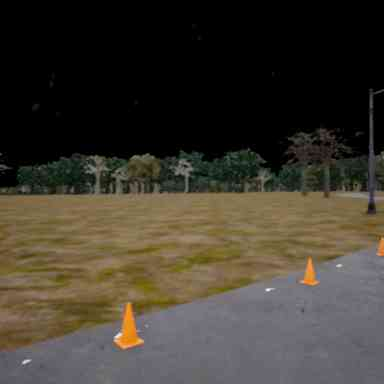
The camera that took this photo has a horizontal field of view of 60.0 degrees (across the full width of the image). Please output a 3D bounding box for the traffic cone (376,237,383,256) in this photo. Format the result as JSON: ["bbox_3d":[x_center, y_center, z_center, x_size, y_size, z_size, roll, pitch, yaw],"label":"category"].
[{"bbox_3d":[6.449,1.829,11.256,0.340,0.580,0.340,-1,1,-43],"label":"traffic cone"}]

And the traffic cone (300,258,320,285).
[{"bbox_3d":[2.839,1.883,8.005,0.340,0.580,0.340,-1,0,-41],"label":"traffic cone"}]

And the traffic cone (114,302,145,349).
[{"bbox_3d":[-0.935,1.937,4.946,0.340,0.580,0.340,-1,0,-38],"label":"traffic cone"}]
